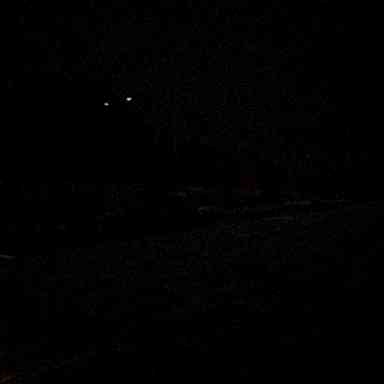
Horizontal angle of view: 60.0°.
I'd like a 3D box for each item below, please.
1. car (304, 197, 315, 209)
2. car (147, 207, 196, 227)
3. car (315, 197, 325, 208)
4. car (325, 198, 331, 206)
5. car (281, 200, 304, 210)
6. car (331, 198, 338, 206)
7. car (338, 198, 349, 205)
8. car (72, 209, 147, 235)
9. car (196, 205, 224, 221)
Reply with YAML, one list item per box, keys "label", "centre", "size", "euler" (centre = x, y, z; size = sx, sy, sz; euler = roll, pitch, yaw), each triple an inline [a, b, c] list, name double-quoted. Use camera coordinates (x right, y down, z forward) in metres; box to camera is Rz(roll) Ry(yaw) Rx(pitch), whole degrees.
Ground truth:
- label: "car"
  centre: [17.505, 1.918, 52.762]
  size: [1.752, 1.417, 4.829]
  euler: [-1, -1, 35]
- label: "car"
  centre: [-1.936, 1.782, 25.020]
  size: [1.947, 1.339, 4.313]
  euler: [-1, -1, 35]
- label: "car"
  centre: [20.858, 1.744, 57.551]
  size: [2.192, 1.841, 5.009]
  euler: [-1, -1, 35]
- label: "car"
  centre: [24.117, 2.048, 62.194]
  size: [1.802, 1.307, 4.206]
  euler: [-1, -1, 35]
- label: "car"
  centre: [14.347, 1.942, 48.254]
  size: [1.802, 1.307, 4.206]
  euler: [-1, -1, 35]
- label: "car"
  centre: [27.372, 1.946, 66.843]
  size: [1.967, 1.590, 4.097]
  euler: [-1, -1, 35]
- label: "car"
  centre: [33.788, 2.114, 75.996]
  size: [1.752, 1.417, 4.829]
  euler: [-1, -1, 35]
- label: "car"
  centre: [-5.193, 1.743, 20.372]
  size: [2.008, 1.369, 4.403]
  euler: [-1, -1, 35]
- label: "car"
  centre: [1.320, 1.824, 29.667]
  size: [1.802, 1.307, 4.206]
  euler: [-1, -1, 35]
